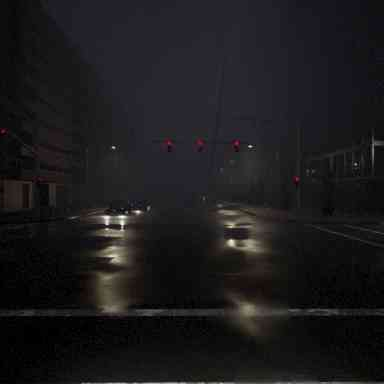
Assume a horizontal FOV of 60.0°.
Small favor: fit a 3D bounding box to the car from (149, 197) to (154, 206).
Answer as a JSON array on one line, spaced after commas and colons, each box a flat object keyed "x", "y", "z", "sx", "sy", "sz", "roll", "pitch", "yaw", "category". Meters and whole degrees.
[{"x": -7.347, "y": 1.547, "z": 54.594, "sx": 2.033, "sy": 1.411, "sz": 5.357, "roll": 0, "pitch": 0, "yaw": 1, "category": "car"}]

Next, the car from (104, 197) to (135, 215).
[{"x": -7.471, "y": 1.526, "z": 34.219, "sx": 1.812, "sy": 1.442, "sz": 4.674, "roll": 0, "pitch": 0, "yaw": 0, "category": "car"}]

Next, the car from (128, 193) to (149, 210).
[{"x": -7.457, "y": 1.221, "z": 44.130, "sx": 2.150, "sy": 2.045, "sz": 5.566, "roll": 0, "pitch": 0, "yaw": 1, "category": "car"}]

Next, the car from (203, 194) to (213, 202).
[{"x": 3.456, "y": 1.355, "z": 74.574, "sx": 2.097, "sy": 1.767, "sz": 4.553, "roll": 0, "pitch": 0, "yaw": 1, "category": "car"}]

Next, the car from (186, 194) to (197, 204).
[{"x": -0.046, "y": 1.564, "z": 64.617, "sx": 1.994, "sy": 1.385, "sz": 4.181, "roll": 0, "pitch": 0, "yaw": 1, "category": "car"}]

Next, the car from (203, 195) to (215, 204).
[{"x": 3.453, "y": 1.491, "z": 64.709, "sx": 2.128, "sy": 1.511, "sz": 4.902, "roll": 0, "pitch": 0, "yaw": 1, "category": "car"}]
